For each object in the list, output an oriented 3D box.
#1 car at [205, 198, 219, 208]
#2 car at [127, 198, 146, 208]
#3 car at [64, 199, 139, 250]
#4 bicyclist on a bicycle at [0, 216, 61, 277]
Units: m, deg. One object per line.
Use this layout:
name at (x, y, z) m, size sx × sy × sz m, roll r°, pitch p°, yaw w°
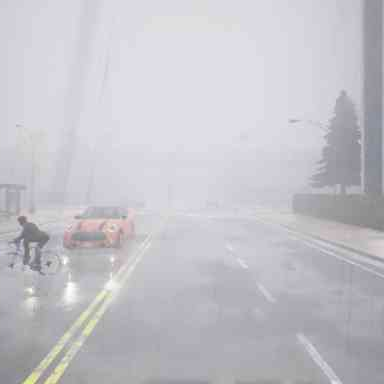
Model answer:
car at (2.803, 1.513, 47.208) m, size 2.033 × 1.411 × 5.357 m, roll 0°, pitch 0°, yaw -1°
car at (-8.392, 1.511, 45.693) m, size 4.181 × 1.385 × 1.994 m, roll 0°, pitch 0°, yaw 29°
car at (-3.809, 1.352, 14.368) m, size 2.097 × 1.767 × 4.553 m, roll 0°, pitch 0°, yaw -1°
bicyclist on a bicycle at (-4.311, 1.455, 8.822) m, size 1.656 × 1.620 × 0.582 m, roll -2°, pitch 0°, yaw -1°
